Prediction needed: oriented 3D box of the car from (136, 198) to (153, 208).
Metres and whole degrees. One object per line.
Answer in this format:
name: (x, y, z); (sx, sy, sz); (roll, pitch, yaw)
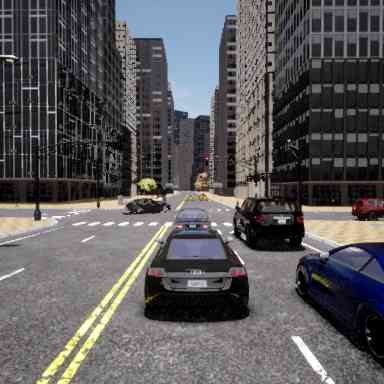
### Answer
car: (-6.813, 1.529, 48.188); (1.994, 1.385, 4.181); (0, 0, 0)

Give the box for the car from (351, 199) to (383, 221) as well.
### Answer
car: (16.073, 1.520, 27.933); (5.009, 1.841, 2.192); (1, 0, 1)

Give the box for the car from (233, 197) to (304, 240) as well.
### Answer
car: (3.305, 1.213, 15.244); (2.150, 2.045, 5.566); (0, 0, -2)

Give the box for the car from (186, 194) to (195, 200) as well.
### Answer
car: (-0.413, 1.268, 89.064); (2.128, 1.511, 4.902); (0, 0, 0)

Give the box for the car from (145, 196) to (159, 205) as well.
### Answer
car: (-6.847, 1.433, 57.117); (1.882, 1.535, 5.008); (0, 0, 0)

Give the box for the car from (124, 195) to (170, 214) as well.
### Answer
car: (-4.489, 1.430, 34.142); (4.892, 1.490, 1.837); (0, 3, -36)

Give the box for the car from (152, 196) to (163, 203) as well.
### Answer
car: (-6.838, 1.469, 66.565); (1.812, 1.442, 4.674); (0, 0, 0)

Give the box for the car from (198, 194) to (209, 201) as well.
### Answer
car: (2.886, 1.396, 78.661); (1.882, 1.535, 5.008); (0, 0, 0)

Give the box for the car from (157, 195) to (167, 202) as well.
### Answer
car: (-6.857, 1.430, 76.766); (1.837, 1.490, 4.892); (0, 0, 0)

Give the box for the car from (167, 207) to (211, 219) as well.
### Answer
car: (0.022, 1.538, 17.014); (2.033, 1.411, 5.357); (0, 0, 0)

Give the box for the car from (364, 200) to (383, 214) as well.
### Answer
car: (21.643, 1.643, 36.245); (4.829, 1.417, 1.752); (1, 0, 1)

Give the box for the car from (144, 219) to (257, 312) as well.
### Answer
car: (0.066, 1.560, 7.793); (1.994, 1.385, 4.181); (0, 0, -1)

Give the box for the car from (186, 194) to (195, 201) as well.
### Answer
car: (-0.364, 1.396, 78.647); (1.882, 1.535, 5.008); (0, 0, 0)

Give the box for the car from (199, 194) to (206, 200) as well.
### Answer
car: (2.837, 1.242, 89.079); (1.837, 1.490, 4.892); (0, 0, 0)

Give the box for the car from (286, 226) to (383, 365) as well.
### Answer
car: (3.334, 1.561, 5.823); (1.994, 1.385, 4.181); (0, 0, -1)
